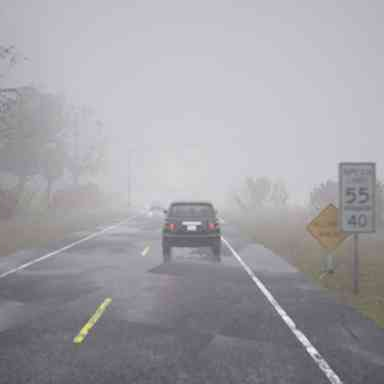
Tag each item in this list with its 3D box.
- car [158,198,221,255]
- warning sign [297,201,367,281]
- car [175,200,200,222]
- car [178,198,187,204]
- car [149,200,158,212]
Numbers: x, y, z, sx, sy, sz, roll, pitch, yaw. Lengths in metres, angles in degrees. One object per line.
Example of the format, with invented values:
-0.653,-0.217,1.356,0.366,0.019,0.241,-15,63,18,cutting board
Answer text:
-0.058,1.347,14.035,2.150,2.045,5.566,0,-1,-1,car
3.511,1.192,8.475,1.300,1.860,1.060,1,0,-1,warning sign
-0.460,1.615,29.966,2.097,1.767,4.553,0,0,-2,car
-2.230,2.121,78.582,1.837,1.490,4.892,0,0,-5,car
-4.801,1.868,45.711,1.882,1.535,5.008,0,0,-3,car
